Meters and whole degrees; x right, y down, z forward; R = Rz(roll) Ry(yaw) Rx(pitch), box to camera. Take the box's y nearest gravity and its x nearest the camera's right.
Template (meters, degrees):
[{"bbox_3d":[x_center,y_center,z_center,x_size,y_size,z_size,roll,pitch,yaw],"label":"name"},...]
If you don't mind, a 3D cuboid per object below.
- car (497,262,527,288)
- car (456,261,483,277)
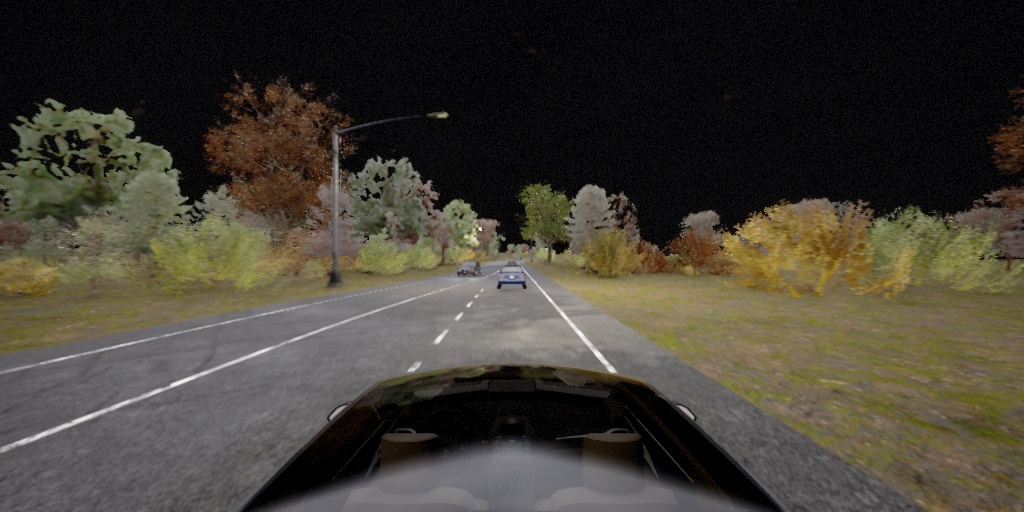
[{"bbox_3d":[-0.007,1.300,23.798,2.033,1.411,5.357,0,0,0],"label":"car"},{"bbox_3d":[-4.134,1.255,35.549,1.837,1.490,4.892,1,0,6],"label":"car"}]
